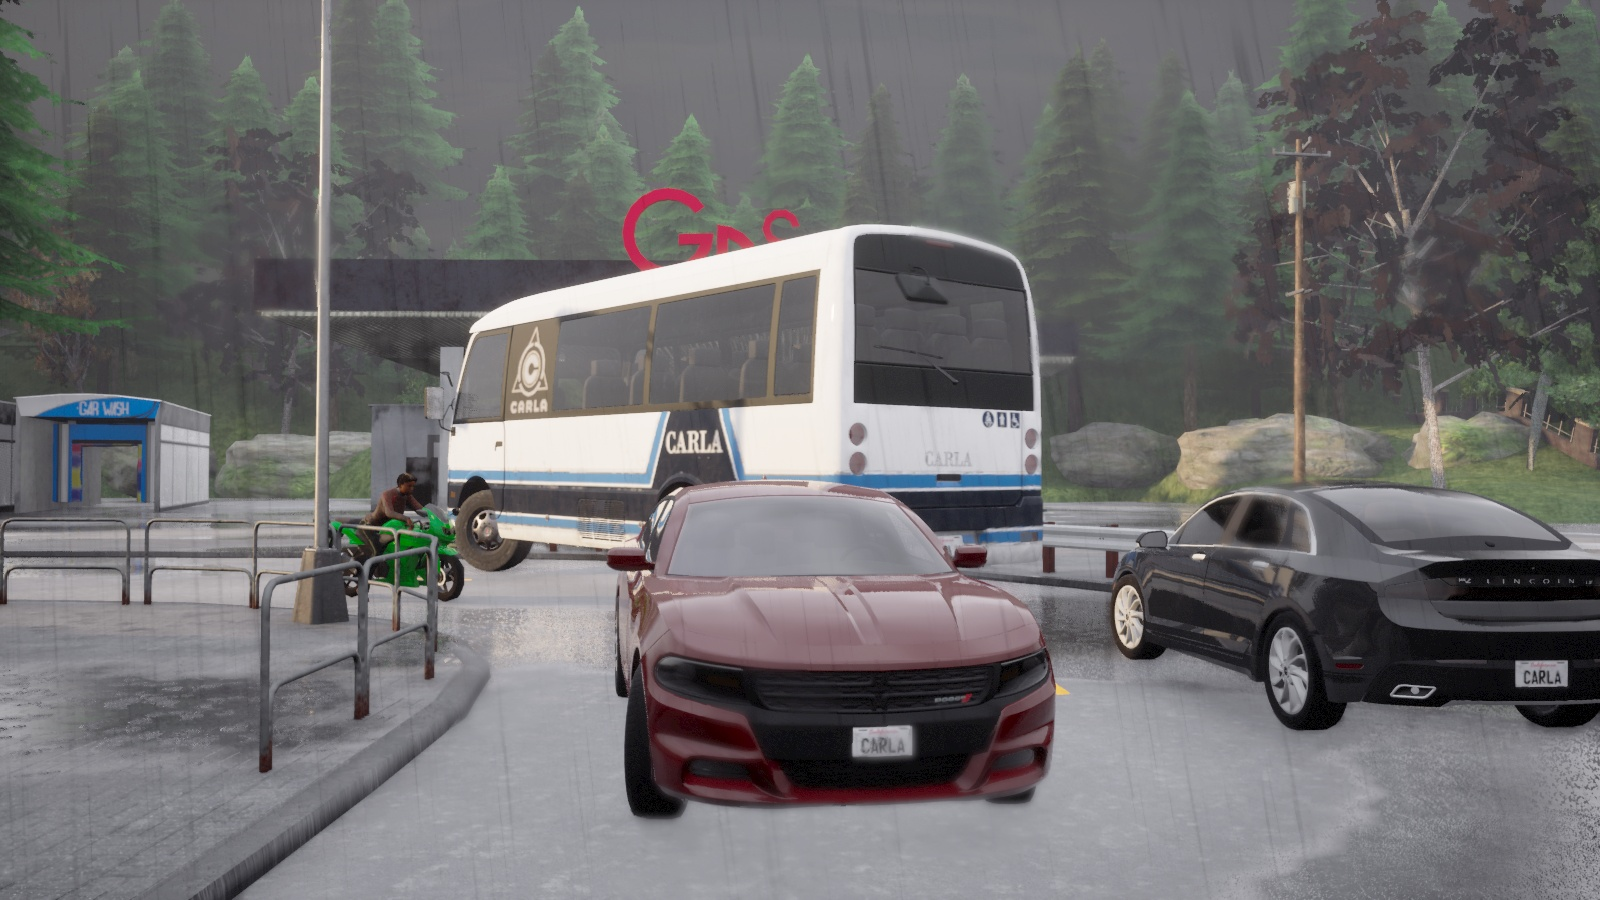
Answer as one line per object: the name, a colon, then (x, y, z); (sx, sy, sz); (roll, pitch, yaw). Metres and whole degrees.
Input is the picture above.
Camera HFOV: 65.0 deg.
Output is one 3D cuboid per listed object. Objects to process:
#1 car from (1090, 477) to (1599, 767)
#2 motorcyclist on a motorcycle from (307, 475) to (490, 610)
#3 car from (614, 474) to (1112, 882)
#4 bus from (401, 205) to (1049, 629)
car: (3.770, 0.958, 9.116); (1.837, 1.490, 4.892); (0, -1, -5)
motorcyclist on a motorcycle: (-4.789, 1.068, 14.980); (2.044, 1.523, 0.797); (-1, -1, 23)
car: (-0.090, 0.917, 7.412); (1.882, 1.535, 5.008); (0, -1, -10)
bus: (-1.785, -0.259, 17.820); (3.944, 4.253, 10.273); (0, -1, -39)
